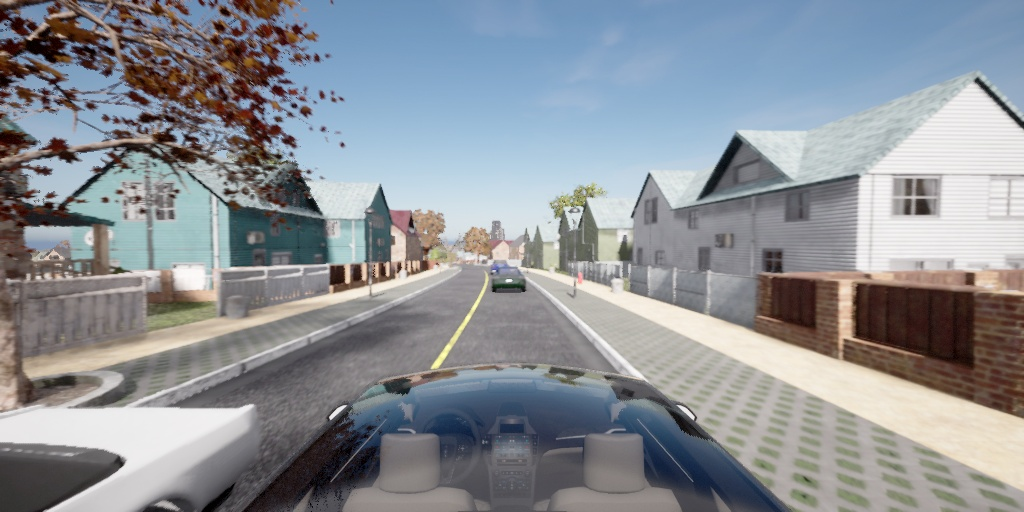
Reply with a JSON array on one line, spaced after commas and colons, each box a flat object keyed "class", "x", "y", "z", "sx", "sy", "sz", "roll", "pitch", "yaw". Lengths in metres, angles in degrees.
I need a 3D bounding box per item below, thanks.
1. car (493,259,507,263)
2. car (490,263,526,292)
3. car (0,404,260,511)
[{"class": "car", "x": -1.366, "y": 1.151, "z": 39.555, "sx": 2.097, "sy": 1.767, "sz": 4.553, "roll": 0, "pitch": 0, "yaw": -5}, {"class": "car", "x": -0.241, "y": 1.311, "z": 21.458, "sx": 1.994, "sy": 1.385, "sz": 4.181, "roll": 0, "pitch": 0, "yaw": -2}, {"class": "car", "x": -2.852, "y": 1.352, "z": 0.478, "sx": 1.895, "sy": 1.301, "sz": 4.718, "roll": 0, "pitch": 0, "yaw": 0}]
